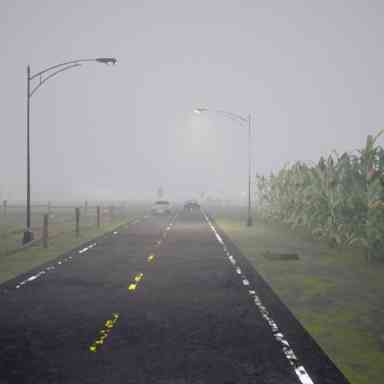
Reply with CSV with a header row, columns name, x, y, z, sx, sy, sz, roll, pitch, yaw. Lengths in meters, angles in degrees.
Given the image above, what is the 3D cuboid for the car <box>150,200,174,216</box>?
name,x,y,z,sx,sy,sz,roll,pitch,yaw
car,-2.962,1.525,33.341,1.812,1.442,4.674,0,0,0

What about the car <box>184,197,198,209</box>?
name,x,y,z,sx,sy,sz,roll,pitch,yaw
car,-0.094,1.478,45.991,1.882,1.535,5.008,0,0,0

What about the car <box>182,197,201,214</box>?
name,x,y,z,sx,sy,sz,roll,pitch,yaw
car,-0.039,1.491,35.643,2.128,1.511,4.902,0,0,0
